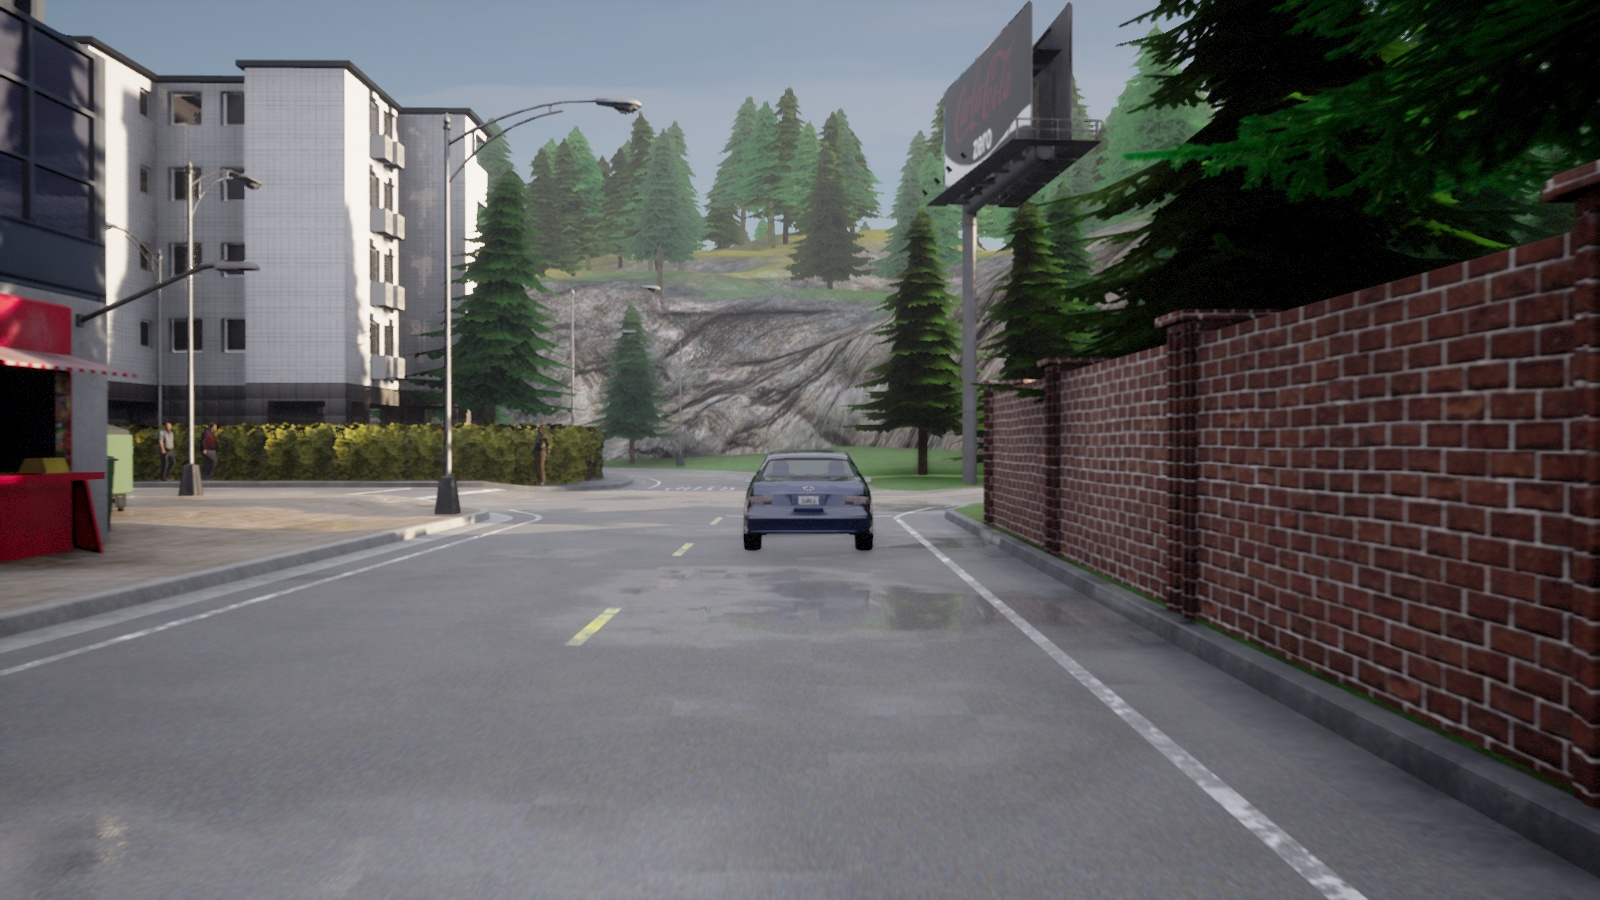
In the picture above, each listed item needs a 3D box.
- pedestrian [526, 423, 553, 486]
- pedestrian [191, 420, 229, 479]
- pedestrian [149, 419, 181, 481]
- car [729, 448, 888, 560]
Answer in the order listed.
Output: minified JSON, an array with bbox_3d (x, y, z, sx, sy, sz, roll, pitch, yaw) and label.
[{"bbox_3d":[-8.013,0.128,38.626,0.692,1.930,0.395,0,0,-44],"label":"pedestrian"},{"bbox_3d":[-18.374,-0.017,39.124,0.899,1.844,0.634,0,0,-2],"label":"pedestrian"},{"bbox_3d":[-19.050,-0.009,37.674,0.694,1.848,0.540,0,0,19],"label":"pedestrian"},{"bbox_3d":[0.119,0.684,18.714,2.033,1.411,5.357,0,0,0],"label":"car"}]
